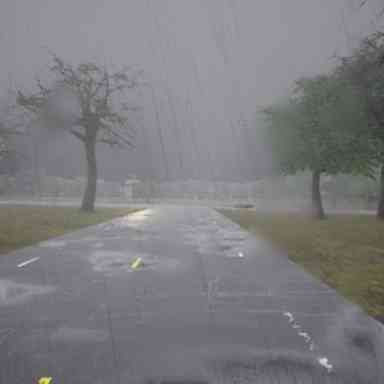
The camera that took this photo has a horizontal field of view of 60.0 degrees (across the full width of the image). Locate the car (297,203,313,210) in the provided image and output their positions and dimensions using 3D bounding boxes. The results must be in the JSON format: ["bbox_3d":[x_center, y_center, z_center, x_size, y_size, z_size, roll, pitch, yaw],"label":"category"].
[{"bbox_3d":[24.907,3.122,71.976,4.181,1.385,1.994,2,0,0],"label":"car"}]

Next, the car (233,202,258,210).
[{"bbox_3d":[10.467,2.708,65.039,4.674,1.442,1.812,2,0,0],"label":"car"}]
